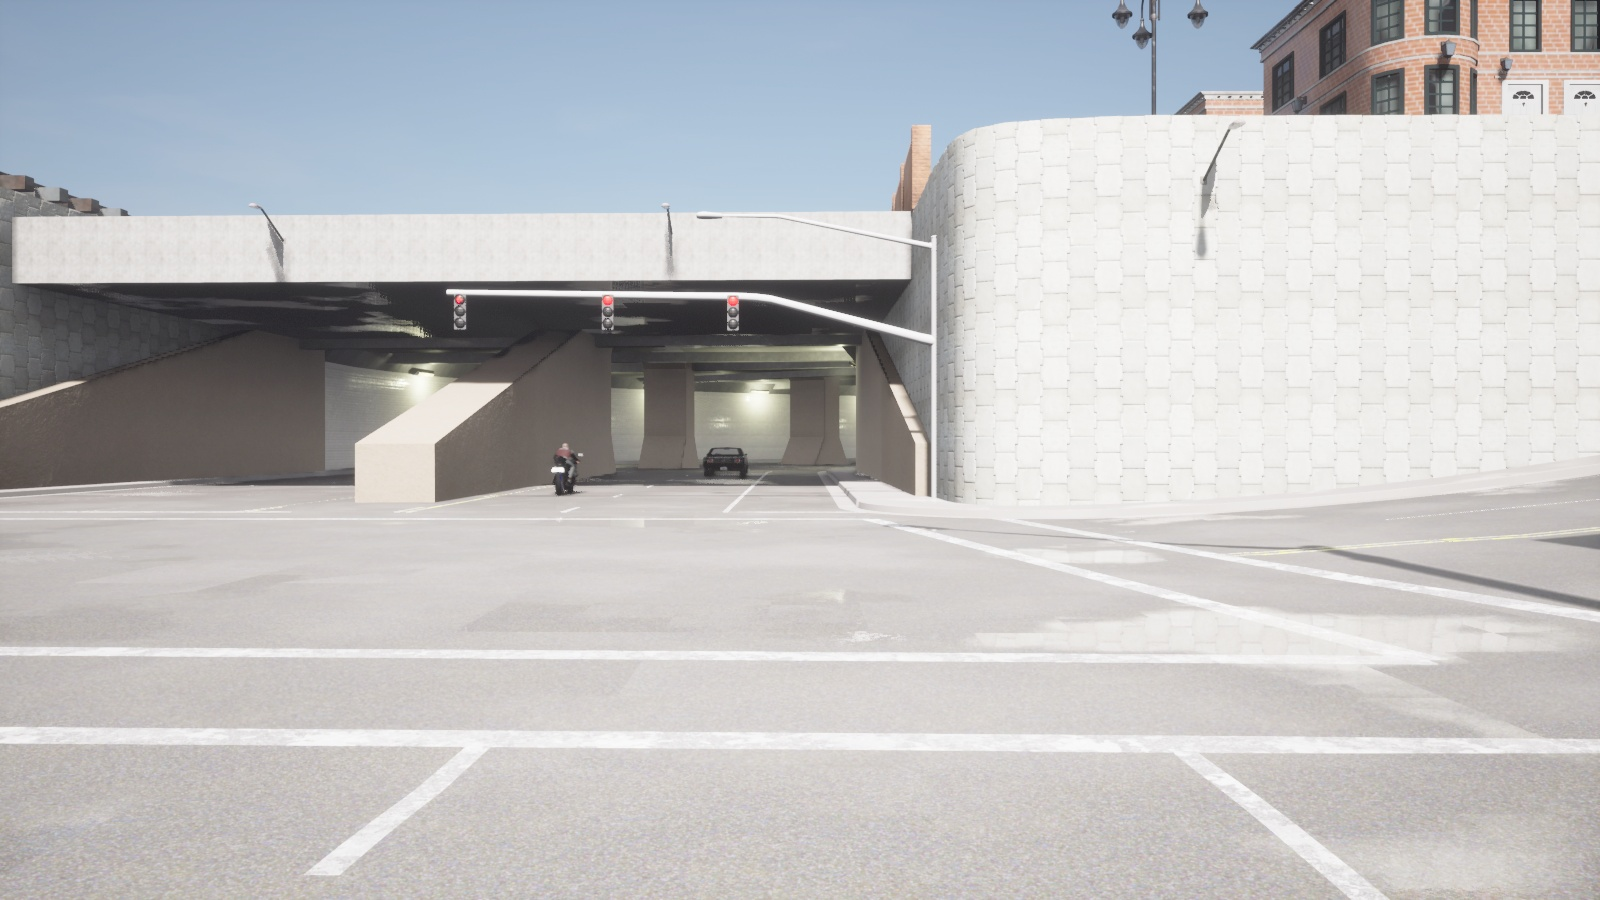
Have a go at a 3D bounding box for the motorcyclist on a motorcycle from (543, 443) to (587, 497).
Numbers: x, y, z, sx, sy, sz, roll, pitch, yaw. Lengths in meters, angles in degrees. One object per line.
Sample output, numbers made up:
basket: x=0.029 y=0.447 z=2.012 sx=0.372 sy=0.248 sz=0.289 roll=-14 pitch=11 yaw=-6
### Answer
motorcyclist on a motorcycle: x=-6.868 y=0.568 z=36.791 sx=0.866 sy=1.530 sz=2.191 roll=0 pitch=0 yaw=0

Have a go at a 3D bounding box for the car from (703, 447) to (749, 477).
car: x=-3.387 y=0.516 z=58.216 sx=1.895 sy=1.301 sz=4.718 roll=0 pitch=0 yaw=0
